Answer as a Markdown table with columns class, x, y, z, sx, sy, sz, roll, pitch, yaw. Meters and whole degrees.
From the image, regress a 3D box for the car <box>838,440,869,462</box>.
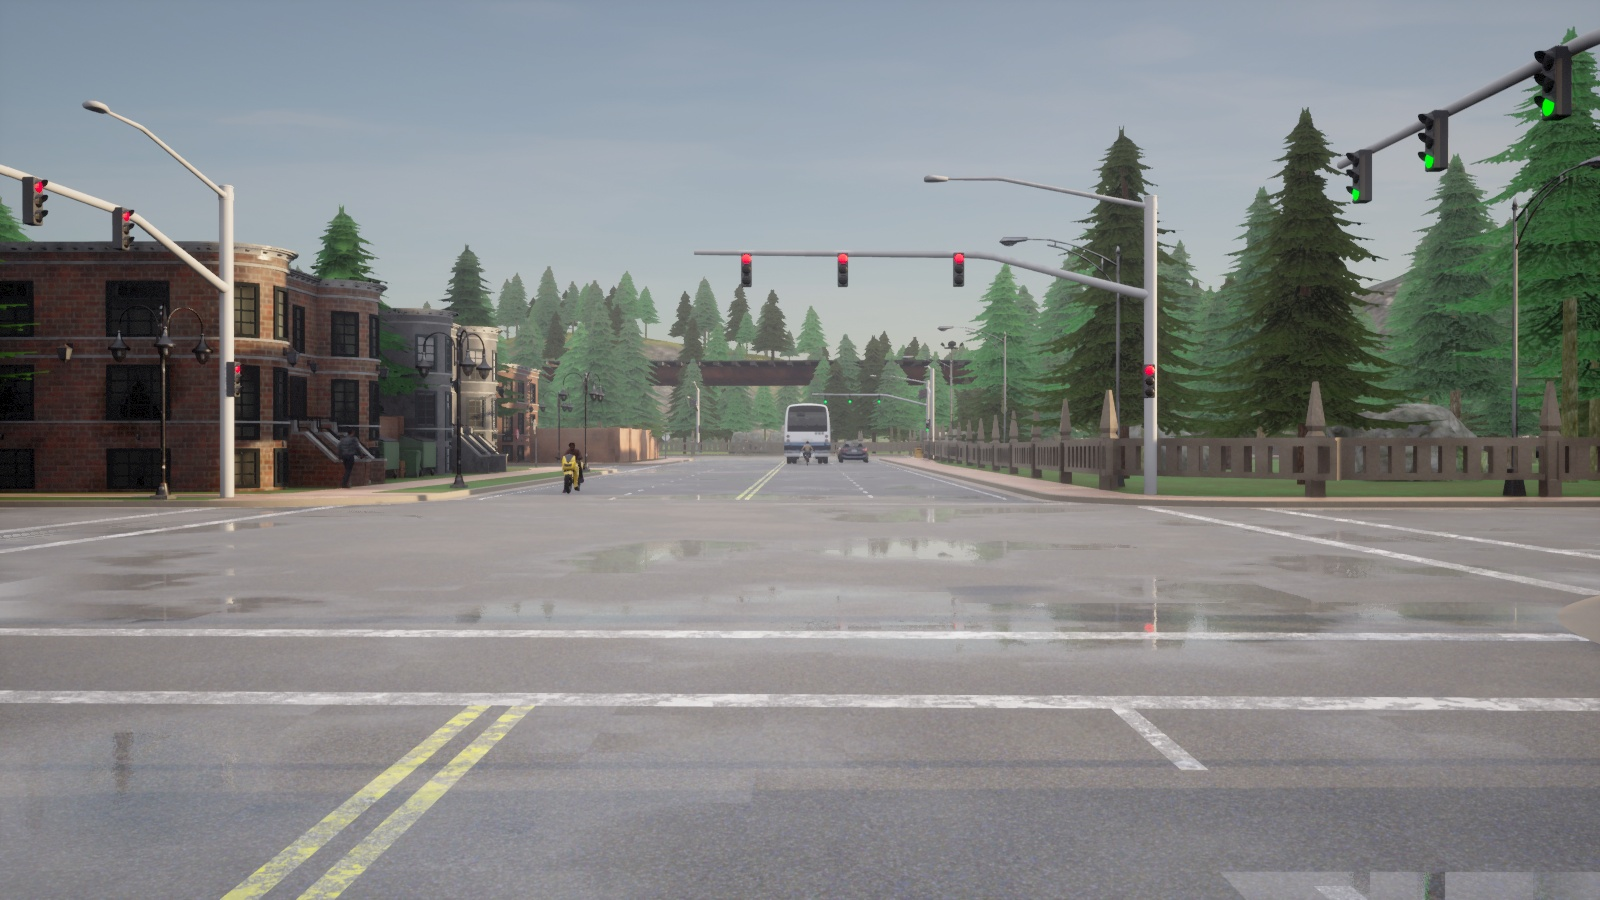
| class | x | y | z | sx | sy | sz | roll | pitch | yaw |
| --- | --- | --- | --- | --- | --- | --- | --- | --- | --- |
| car | 4.059 | 0.051 | 96.185 | 2.242 | 1.667 | 4.611 | 0 | 0 | 0 |

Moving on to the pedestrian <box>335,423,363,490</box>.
| class | x | y | z | sx | sy | sz | roll | pitch | yaw |
| --- | --- | --- | --- | --- | --- | --- | --- | --- | --- |
| pedestrian | -13.235 | 0.180 | 36.853 | 0.423 | 1.949 | 0.788 | 0 | 0 | 12 |

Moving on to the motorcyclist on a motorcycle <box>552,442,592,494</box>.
| class | x | y | z | sx | sy | sz | roll | pitch | yaw |
| --- | --- | --- | --- | --- | --- | --- | --- | --- | --- |
| motorcyclist on a motorcycle | -6.774 | 0.512 | 37.430 | 0.797 | 1.523 | 2.044 | 0 | 0 | 0 |

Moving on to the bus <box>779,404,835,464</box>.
| class | x | y | z | sx | sy | sz | roll | pitch | yaw |
| --- | --- | --- | --- | --- | --- | --- | --- | --- | --- |
| bus | 0.543 | -1.157 | 93.462 | 3.944 | 4.253 | 10.273 | 0 | 0 | 0 |
